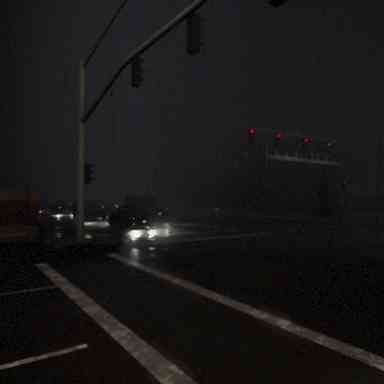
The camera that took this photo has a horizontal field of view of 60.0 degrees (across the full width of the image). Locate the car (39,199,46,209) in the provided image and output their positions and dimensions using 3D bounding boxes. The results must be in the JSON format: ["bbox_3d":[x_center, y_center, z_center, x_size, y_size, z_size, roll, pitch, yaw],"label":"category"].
[{"bbox_3d":[-20.598,1.652,45.705,1.812,1.442,4.674,1,-1,-35],"label":"car"}]

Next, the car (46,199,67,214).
[{"bbox_3d":[-14.615,1.651,37.293,1.812,1.442,4.674,1,-1,-36],"label":"car"}]

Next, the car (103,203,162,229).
[{"bbox_3d":[-4.137,1.686,22.583,1.994,1.385,4.181,1,-1,-35],"label":"car"}]

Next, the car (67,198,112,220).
[{"bbox_3d":[-9.212,1.601,29.704,1.882,1.535,5.008,1,-1,-36],"label":"car"}]

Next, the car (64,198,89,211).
[{"bbox_3d":[-15.569,1.647,44.658,1.882,1.535,5.008,1,-1,-35],"label":"car"}]

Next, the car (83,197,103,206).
[{"bbox_3d":[-18.128,1.738,60.601,1.882,1.535,5.008,1,-1,-36],"label":"car"}]

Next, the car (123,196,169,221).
[{"bbox_3d":[-4.142,1.388,28.632,2.150,2.045,5.566,1,-1,-36],"label":"car"}]
